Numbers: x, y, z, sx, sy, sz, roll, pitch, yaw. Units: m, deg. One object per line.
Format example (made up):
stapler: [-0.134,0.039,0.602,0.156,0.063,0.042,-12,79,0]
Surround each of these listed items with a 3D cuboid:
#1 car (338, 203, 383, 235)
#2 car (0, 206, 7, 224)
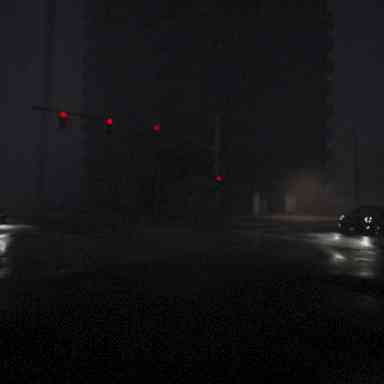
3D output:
car: [10.978,1.569,20.389,4.553,1.767,2.097,1,0,-35]
car: [-15.000,1.548,24.626,1.812,1.442,4.674,1,0,-36]
